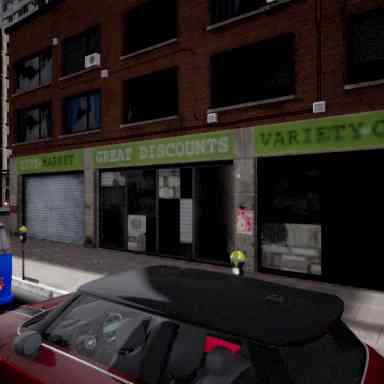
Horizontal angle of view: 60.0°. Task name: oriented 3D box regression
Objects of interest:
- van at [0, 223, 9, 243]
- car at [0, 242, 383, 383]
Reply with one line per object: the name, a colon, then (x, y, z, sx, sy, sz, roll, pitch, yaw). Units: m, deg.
van: (-5.087, 1.343, 6.361, 3.998, 1.788, 1.690, 0, 0, 36)
car: (-0.457, 1.440, 3.053, 4.097, 1.590, 1.967, 0, 0, 36)
